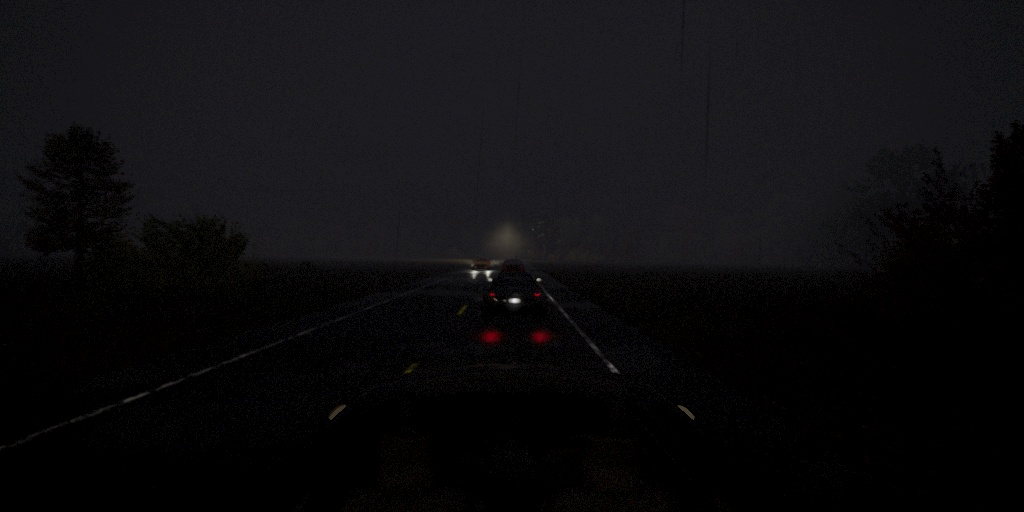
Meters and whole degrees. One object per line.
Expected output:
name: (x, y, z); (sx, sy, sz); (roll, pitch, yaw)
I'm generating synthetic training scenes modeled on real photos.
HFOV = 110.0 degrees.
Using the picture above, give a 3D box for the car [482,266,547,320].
car: (0.088, 1.227, 12.217); (1.994, 1.385, 4.181); (0, 1, 0)

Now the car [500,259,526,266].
car: (0.091, 1.006, 28.471); (1.882, 1.535, 5.008); (0, 0, 0)

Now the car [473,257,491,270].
car: (-3.583, 0.884, 43.401); (1.882, 1.535, 5.008); (0, 1, 0)
